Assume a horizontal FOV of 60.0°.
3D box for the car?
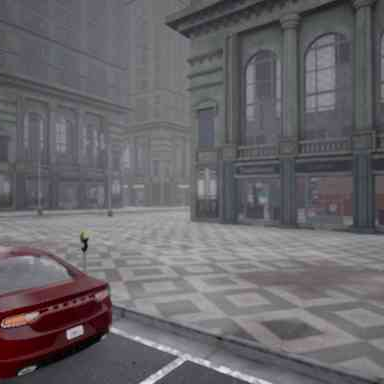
[{"bbox_3d":[-3.213,1.536,5.271,4.507,1.381,1.887,0,0,35],"label":"car"}]
